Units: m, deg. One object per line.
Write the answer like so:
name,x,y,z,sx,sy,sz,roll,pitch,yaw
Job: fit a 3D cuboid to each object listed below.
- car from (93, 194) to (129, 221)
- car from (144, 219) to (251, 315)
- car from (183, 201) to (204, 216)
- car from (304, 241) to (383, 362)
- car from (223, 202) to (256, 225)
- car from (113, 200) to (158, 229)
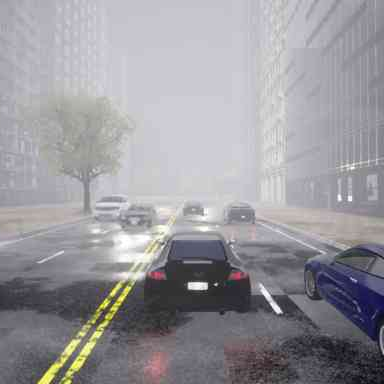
car,-6.547,1.229,27.881,2.150,2.045,5.566,0,0,0
car,0.107,1.566,7.658,1.994,1.385,4.181,0,0,0
car,0.144,1.575,32.260,1.994,1.385,4.181,0,0,0
car,3.355,1.527,5.394,1.812,1.442,4.674,0,0,0
car,3.382,1.486,24.454,1.882,1.535,5.008,0,0,0
car,-3.317,1.498,21.615,2.128,1.511,4.902,0,0,0
